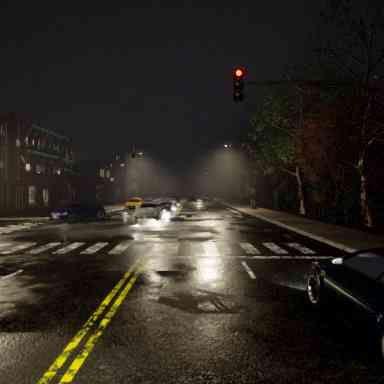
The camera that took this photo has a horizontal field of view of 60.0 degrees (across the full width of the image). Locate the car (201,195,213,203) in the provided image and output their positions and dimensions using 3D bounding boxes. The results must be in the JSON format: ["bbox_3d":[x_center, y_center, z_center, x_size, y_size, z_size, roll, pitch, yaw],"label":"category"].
[{"bbox_3d":[3.320,1.467,68.368,2.128,1.511,4.902,0,0,0],"label":"car"}]

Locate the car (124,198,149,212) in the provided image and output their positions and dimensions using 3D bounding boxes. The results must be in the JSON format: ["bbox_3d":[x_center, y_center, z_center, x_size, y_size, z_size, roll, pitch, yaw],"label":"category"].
[{"bbox_3d":[-6.616,1.466,38.977,1.882,1.535,5.008,0,0,0],"label":"car"}]

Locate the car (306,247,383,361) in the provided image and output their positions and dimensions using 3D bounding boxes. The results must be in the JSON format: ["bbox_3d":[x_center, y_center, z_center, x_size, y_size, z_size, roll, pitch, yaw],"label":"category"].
[{"bbox_3d":[3.335,1.563,5.273,1.994,1.385,4.181,0,0,1],"label":"car"}]

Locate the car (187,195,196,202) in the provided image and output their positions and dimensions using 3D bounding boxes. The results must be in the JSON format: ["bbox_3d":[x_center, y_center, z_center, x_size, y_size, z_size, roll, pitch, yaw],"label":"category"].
[{"bbox_3d":[-0.037,1.494,79.776,2.128,1.511,4.902,0,0,0],"label":"car"}]

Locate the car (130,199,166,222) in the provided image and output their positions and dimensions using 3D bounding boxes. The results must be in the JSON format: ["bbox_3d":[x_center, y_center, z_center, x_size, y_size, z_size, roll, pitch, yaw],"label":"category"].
[{"bbox_3d":[-3.361,1.519,26.180,1.812,1.442,4.674,0,0,0],"label":"car"}]

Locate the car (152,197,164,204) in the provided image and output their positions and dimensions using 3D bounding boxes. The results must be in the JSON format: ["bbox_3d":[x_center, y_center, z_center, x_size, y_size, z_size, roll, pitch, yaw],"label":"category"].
[{"bbox_3d":[-6.575,1.578,64.479,1.895,1.301,4.718,0,0,0],"label":"car"}]

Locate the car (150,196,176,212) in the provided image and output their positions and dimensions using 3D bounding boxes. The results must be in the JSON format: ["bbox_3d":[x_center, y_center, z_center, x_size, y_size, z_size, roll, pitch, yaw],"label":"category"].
[{"bbox_3d":[-3.364,1.480,38.851,2.128,1.511,4.902,0,0,0],"label":"car"}]

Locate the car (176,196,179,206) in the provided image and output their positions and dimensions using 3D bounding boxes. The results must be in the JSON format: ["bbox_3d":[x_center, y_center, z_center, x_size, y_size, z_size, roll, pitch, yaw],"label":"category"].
[{"bbox_3d":[-3.361,1.584,51.006,1.895,1.301,4.718,0,0,0],"label":"car"}]

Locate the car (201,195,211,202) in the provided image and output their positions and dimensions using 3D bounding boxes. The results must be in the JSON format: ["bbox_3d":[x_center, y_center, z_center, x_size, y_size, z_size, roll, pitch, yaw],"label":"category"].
[{"bbox_3d":[3.212,1.509,78.552,2.033,1.411,5.357,0,0,0],"label":"car"}]

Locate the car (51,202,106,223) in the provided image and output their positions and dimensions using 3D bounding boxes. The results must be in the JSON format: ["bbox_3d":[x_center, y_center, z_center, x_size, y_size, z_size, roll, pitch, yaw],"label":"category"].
[{"bbox_3d":[-8.803,1.528,26.190,1.812,1.442,4.674,0,0,30],"label":"car"}]

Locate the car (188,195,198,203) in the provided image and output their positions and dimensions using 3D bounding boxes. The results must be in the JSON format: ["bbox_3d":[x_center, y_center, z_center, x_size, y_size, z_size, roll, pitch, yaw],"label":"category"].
[{"bbox_3d":[0.068,1.500,69.695,1.812,1.442,4.674,0,0,0],"label":"car"}]
